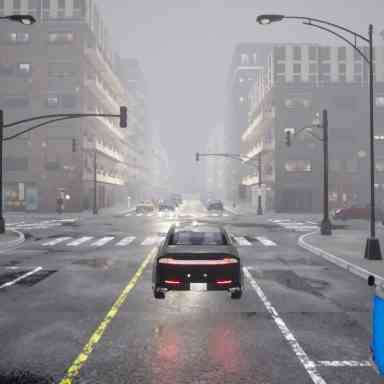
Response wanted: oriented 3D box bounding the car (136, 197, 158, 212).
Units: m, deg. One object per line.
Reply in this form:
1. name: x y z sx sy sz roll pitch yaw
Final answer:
1. car: -5.582 1.541 39.726 1.752 1.417 4.829 1 0 0

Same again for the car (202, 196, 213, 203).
1. car: 2.811 1.568 45.519 2.008 1.369 4.403 1 0 0

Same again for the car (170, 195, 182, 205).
1. car: -2.973 1.546 50.777 1.812 1.442 4.674 0 0 0

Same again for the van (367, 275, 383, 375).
1. van: 2.679 1.342 1.930 1.690 1.788 3.998 1 0 0

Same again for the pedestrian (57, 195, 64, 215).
1. pedestrian: -12.465 1.218 31.354 0.375 1.860 0.375 0 -1 1

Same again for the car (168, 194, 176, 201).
1. car: -5.461 1.483 90.680 1.967 1.590 4.097 1 0 0

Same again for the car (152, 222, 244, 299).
1. car: 0.121 1.494 8.419 2.128 1.511 4.902 0 0 0

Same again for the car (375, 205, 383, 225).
1. car: 13.585 1.583 19.655 4.313 1.339 1.947 0 -1 1

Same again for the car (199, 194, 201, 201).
1. car: 2.865 1.555 68.259 1.752 1.417 4.829 1 0 0

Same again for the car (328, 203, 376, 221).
1. car: 13.709 1.609 28.036 4.097 1.590 1.967 0 -1 1

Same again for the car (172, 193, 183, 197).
1. car: -2.917 1.247 61.515 2.150 2.045 5.566 0 0 1

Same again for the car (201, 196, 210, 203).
1. car: 2.877 1.614 73.732 1.802 1.307 4.206 1 0 0

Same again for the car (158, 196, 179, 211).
1. car: -3.004 1.563 40.874 2.033 1.411 5.357 0 0 0

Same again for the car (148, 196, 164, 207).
1. car: -5.554 1.460 51.182 1.967 1.590 4.097 1 0 0

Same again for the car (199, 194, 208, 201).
1. car: 2.908 1.354 85.017 2.192 1.841 5.009 1 0 0

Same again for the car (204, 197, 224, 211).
1. car: 2.797 1.581 39.877 1.947 1.339 4.313 1 0 0

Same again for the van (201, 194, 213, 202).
1. van: 2.841 1.364 56.804 1.690 1.788 3.998 1 0 0

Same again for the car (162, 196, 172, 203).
1. car: -5.502 1.577 73.752 1.887 1.381 4.507 1 0 0
